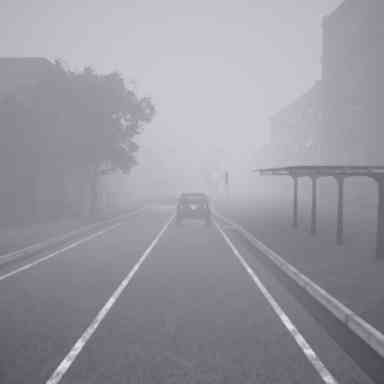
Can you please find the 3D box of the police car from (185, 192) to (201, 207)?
[{"bbox_3d":[0.149,0.891,41.440,1.930,1.638,5.238,0,1,0],"label":"police car"}]

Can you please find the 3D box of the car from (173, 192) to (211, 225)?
[{"bbox_3d":[0.097,1.017,22.537,2.150,2.045,5.566,0,1,0],"label":"car"}]

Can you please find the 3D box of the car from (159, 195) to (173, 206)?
[{"bbox_3d":[-3.068,1.012,42.281,1.994,1.385,4.181,0,1,1],"label":"car"}]
